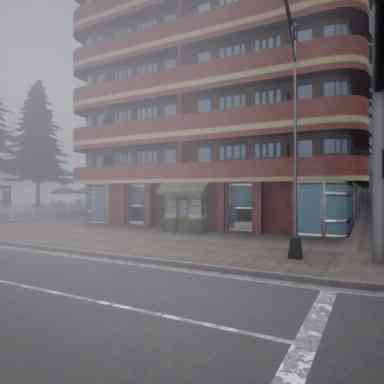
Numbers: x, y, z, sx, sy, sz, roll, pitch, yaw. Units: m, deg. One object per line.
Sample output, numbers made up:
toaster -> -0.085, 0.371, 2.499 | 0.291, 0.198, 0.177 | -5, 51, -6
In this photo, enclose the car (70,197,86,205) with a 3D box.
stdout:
car -> -18.659, 1.508, 56.752 | 1.994, 1.385, 4.181 | 0, 0, 38
